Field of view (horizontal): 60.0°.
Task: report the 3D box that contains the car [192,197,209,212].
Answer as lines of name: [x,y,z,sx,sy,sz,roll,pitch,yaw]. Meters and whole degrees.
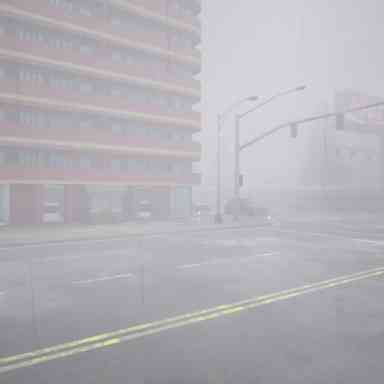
car: [0.261,1.526,39.812,1.812,1.442,4.674,0,0,-34]

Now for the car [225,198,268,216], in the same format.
car: [5.240,1.352,32.389,2.097,1.767,4.553,0,0,-34]

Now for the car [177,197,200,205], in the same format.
car: [-0.747,1.601,60.467,1.895,1.301,4.718,0,0,-34]
